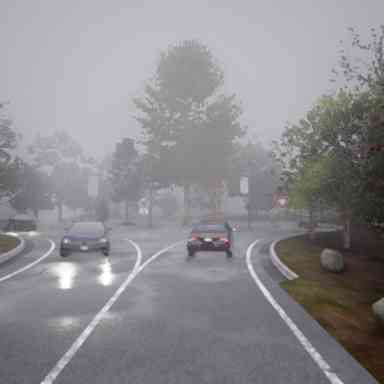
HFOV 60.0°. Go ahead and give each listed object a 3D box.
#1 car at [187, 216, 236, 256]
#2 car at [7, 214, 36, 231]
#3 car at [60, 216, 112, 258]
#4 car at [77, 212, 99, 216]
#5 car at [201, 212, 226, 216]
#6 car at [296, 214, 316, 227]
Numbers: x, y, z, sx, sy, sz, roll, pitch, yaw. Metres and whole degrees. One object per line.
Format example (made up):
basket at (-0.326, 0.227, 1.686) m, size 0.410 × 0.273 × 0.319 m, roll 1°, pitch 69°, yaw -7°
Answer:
car at (0.967, 1.987, 15.096) m, size 2.033 × 1.411 × 5.357 m, roll 0°, pitch -3°, yaw 8°
car at (-16.209, 2.833, 31.493) m, size 1.882 × 1.535 × 5.008 m, roll 1°, pitch -3°, yaw -35°
car at (-4.577, 1.949, 14.794) m, size 1.812 × 1.442 × 4.674 m, roll 1°, pitch -3°, yaw -13°
car at (-16.439, 3.925, 51.157) m, size 1.837 × 1.490 × 4.892 m, roll -4°, pitch -4°, yaw 39°
car at (3.505, 4.104, 56.554) m, size 4.553 × 1.767 × 2.097 m, roll -1°, pitch -3°, yaw 27°
car at (13.184, 3.249, 38.599) m, size 2.128 × 1.511 × 4.902 m, roll 0°, pitch -3°, yaw 12°
